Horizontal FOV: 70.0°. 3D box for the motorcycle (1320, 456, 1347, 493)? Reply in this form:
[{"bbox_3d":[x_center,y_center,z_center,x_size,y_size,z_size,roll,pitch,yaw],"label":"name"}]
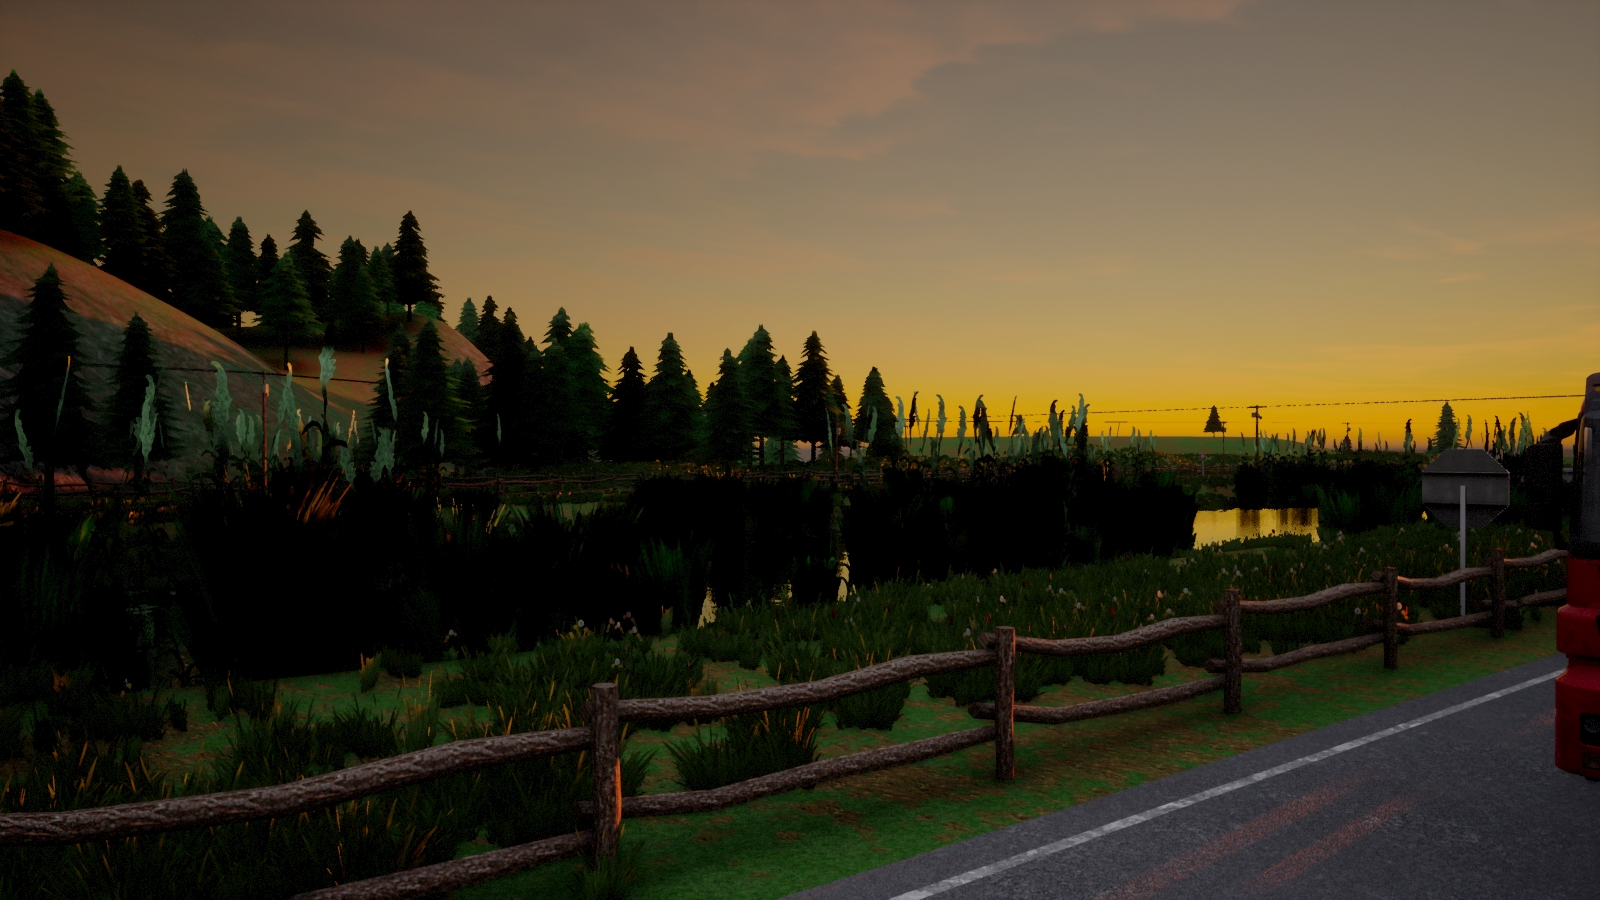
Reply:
[{"bbox_3d":[34.806,1.577,74.501,2.033,2.348,0.803,0,0,-39],"label":"motorcycle"}]

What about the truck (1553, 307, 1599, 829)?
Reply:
[{"bbox_3d":[9.435,0.862,10.925,2.891,3.827,8.468,0,0,39],"label":"truck"}]
